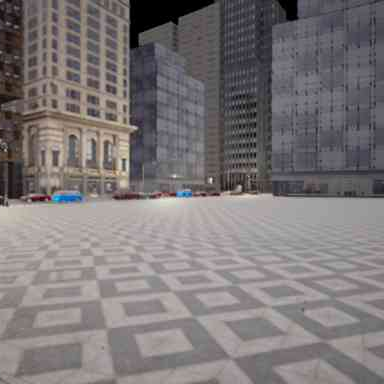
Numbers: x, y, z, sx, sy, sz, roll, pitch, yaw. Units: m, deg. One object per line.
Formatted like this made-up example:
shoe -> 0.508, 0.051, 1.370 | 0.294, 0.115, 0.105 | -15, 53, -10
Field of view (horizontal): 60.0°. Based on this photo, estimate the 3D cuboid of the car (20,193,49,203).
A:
car -> -24.153, 0.881, 51.368 | 1.887, 1.381, 4.507 | 1, 2, 36

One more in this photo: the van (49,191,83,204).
van -> -17.218, 0.717, 46.405 | 1.690, 1.788, 3.998 | 1, 1, 36

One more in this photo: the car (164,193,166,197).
car -> -8.298, 0.443, 73.586 | 1.967, 1.590, 4.097 | 1, 1, 36

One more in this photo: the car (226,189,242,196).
car -> 11.320, 0.405, 86.409 | 1.802, 1.307, 4.206 | 1, 1, 36

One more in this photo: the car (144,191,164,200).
car -> -7.705, 0.720, 59.743 | 2.008, 1.369, 4.403 | 1, 1, 36

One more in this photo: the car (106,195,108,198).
car -> -14.641, 0.681, 64.700 | 2.008, 1.369, 4.403 | 1, 1, 36

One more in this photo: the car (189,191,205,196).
car -> 1.213, 0.385, 86.919 | 2.008, 1.369, 4.403 | 1, 1, 36

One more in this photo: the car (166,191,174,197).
car -> -5.129, 0.488, 78.032 | 1.887, 1.381, 4.507 | 1, 1, 36

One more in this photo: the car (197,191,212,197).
car -> 1.808, 0.422, 73.074 | 1.967, 1.590, 4.097 | 1, 1, 36

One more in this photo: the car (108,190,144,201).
car -> -10.875, 0.552, 55.294 | 2.192, 1.841, 5.009 | 1, 1, 36

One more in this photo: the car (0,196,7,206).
car -> -23.560, 0.837, 37.516 | 2.192, 1.841, 5.009 | 1, 2, 36

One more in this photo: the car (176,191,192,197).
car -> -1.958, 0.469, 82.476 | 1.802, 1.307, 4.206 | 1, 1, 36

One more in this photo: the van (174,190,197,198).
van -> -1.362, 0.383, 68.628 | 1.690, 1.788, 3.998 | 1, 1, 36

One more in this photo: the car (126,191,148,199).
car -> -11.470, 0.616, 69.144 | 2.008, 1.369, 4.403 | 1, 1, 36

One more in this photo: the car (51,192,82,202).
car -> -20.983, 0.816, 55.812 | 2.008, 1.369, 4.403 | 1, 1, 36

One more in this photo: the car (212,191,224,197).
car -> 4.978, 0.471, 77.520 | 1.887, 1.381, 4.507 | 1, 1, 36

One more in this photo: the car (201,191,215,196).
car -> 4.383, 0.350, 91.363 | 1.947, 1.339, 4.313 | 1, 1, 36
